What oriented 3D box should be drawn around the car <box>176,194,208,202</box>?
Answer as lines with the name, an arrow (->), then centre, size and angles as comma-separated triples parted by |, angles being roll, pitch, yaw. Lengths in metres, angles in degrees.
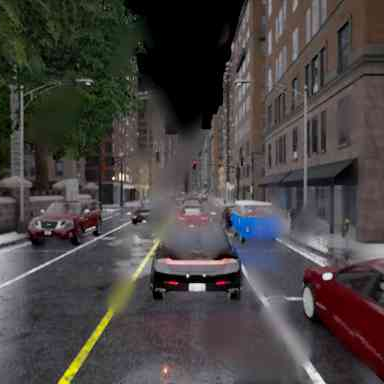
car -> 0.026, 1.305, 27.565 | 2.097, 1.767, 4.553 | 0, 0, 2

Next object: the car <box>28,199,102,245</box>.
car -> -5.682, 1.291, 15.611 | 2.192, 1.841, 5.009 | 0, 0, 0

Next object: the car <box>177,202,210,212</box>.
car -> 0.088, 1.497, 18.607 | 1.812, 1.442, 4.674 | 0, 0, 0

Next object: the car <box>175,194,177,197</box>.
car -> -5.739, 1.394, 86.554 | 2.008, 1.369, 4.403 | 0, 0, 0

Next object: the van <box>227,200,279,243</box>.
van -> 2.843, 1.318, 15.658 | 1.690, 1.788, 3.998 | 0, 0, 0

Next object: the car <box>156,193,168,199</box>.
car -> -5.717, 1.410, 59.130 | 1.752, 1.417, 4.829 | 0, 0, 0

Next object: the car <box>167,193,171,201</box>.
car -> -5.722, 1.425, 64.751 | 2.008, 1.369, 4.403 | 0, 0, 0

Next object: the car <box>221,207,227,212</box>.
car -> 2.839, 1.532, 21.319 | 1.947, 1.339, 4.313 | 0, 0, 0

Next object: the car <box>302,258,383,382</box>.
car -> 2.852, 1.539, 4.338 | 1.887, 1.381, 4.507 | 0, 0, 0

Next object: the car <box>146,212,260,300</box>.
car -> 0.093, 1.480, 8.346 | 2.128, 1.511, 4.902 | 0, 0, 0

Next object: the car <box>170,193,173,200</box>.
car -> -5.726, 1.410, 70.202 | 1.887, 1.381, 4.507 | 0, 0, 0

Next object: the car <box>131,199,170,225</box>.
car -> -3.038, 1.508, 24.016 | 2.033, 1.411, 5.357 | 0, 0, 0
